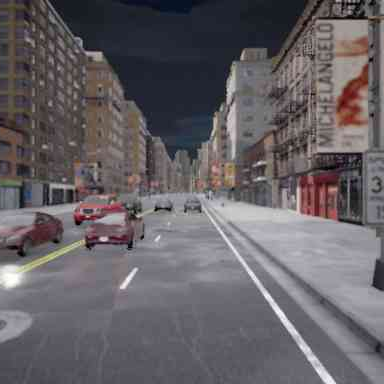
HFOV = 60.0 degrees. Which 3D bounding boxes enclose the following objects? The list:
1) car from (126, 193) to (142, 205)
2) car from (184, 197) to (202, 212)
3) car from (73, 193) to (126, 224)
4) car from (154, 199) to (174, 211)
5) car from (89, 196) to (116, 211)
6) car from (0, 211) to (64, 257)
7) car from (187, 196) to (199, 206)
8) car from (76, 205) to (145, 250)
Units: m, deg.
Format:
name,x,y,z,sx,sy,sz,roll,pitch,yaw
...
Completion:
name,x,y,z,sx,sy,sz,roll,pitch,yaw
car,-6.508,1.173,34.424,2.150,2.045,5.566,0,0,0
car,0.090,1.438,36.965,2.128,1.511,4.902,0,0,0
car,-6.547,1.191,23.731,2.150,2.045,5.566,0,0,1
car,-3.215,1.509,38.807,1.994,1.385,4.181,0,0,1
car,-9.759,1.190,36.615,1.812,1.442,4.674,0,0,0
car,-6.590,1.511,13.069,1.812,1.442,4.674,0,0,0
car,0.083,1.447,52.402,1.812,1.442,4.674,0,0,0
car,-3.154,1.509,14.203,1.812,1.442,4.674,0,0,0
